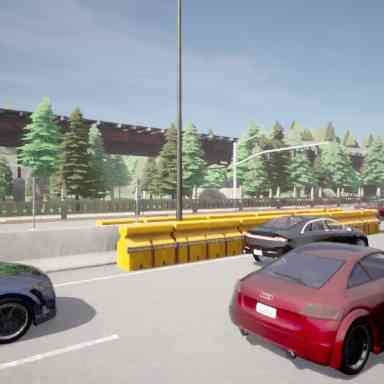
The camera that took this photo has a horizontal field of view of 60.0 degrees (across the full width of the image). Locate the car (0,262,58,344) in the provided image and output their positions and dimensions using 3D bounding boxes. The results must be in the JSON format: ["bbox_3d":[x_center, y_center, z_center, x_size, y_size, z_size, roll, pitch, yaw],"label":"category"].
[{"bbox_3d":[-4.292,1.564,4.981,4.181,1.385,1.994,0,0,-36],"label":"car"}]

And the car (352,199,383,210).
[{"bbox_3d":[14.941,1.351,26.478,4.553,1.767,2.097,0,0,-13],"label":"car"}]

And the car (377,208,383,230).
[{"bbox_3d":[11.021,1.564,15.929,4.181,1.385,1.994,0,0,-35],"label":"car"}]

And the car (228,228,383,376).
[{"bbox_3d":[2.637,1.564,5.639,4.181,1.385,1.994,0,0,-35],"label":"car"}]

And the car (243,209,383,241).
[{"bbox_3d":[3.829,1.491,10.786,4.902,1.511,2.128,0,0,-36],"label":"car"}]
